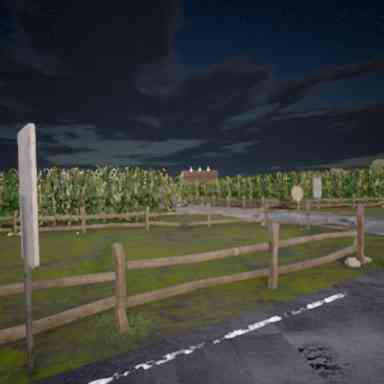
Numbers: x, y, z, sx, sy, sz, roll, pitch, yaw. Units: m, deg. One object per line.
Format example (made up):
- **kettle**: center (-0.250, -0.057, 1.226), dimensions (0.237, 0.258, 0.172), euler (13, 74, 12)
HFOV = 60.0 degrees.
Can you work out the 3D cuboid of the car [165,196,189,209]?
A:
- **car**: center (-1.993, 1.352, 43.591), dimensions (1.837, 1.490, 4.892), euler (-2, 1, -25)
